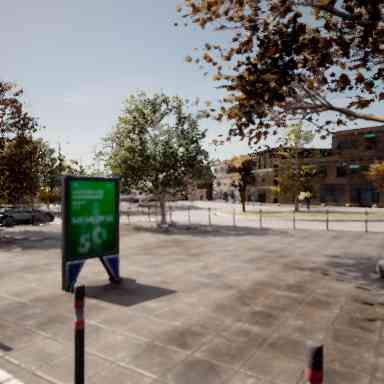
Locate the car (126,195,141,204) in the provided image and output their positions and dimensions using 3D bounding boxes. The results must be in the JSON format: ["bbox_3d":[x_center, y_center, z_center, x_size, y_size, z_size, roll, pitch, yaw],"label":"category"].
[{"bbox_3d":[-13.003,1.701,72.270,1.882,1.535,5.008,0,-1,0],"label":"car"}]

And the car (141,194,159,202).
[{"bbox_3d":[-12.231,1.672,86.606,5.566,2.045,2.435,0,-1,-17],"label":"car"}]

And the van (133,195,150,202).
[{"bbox_3d":[-14.125,1.867,92.499,4.442,1.987,1.878,0,-2,-17],"label":"van"}]

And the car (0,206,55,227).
[{"bbox_3d":[-12.100,1.682,23.894,1.994,1.385,4.181,0,-1,38],"label":"car"}]
